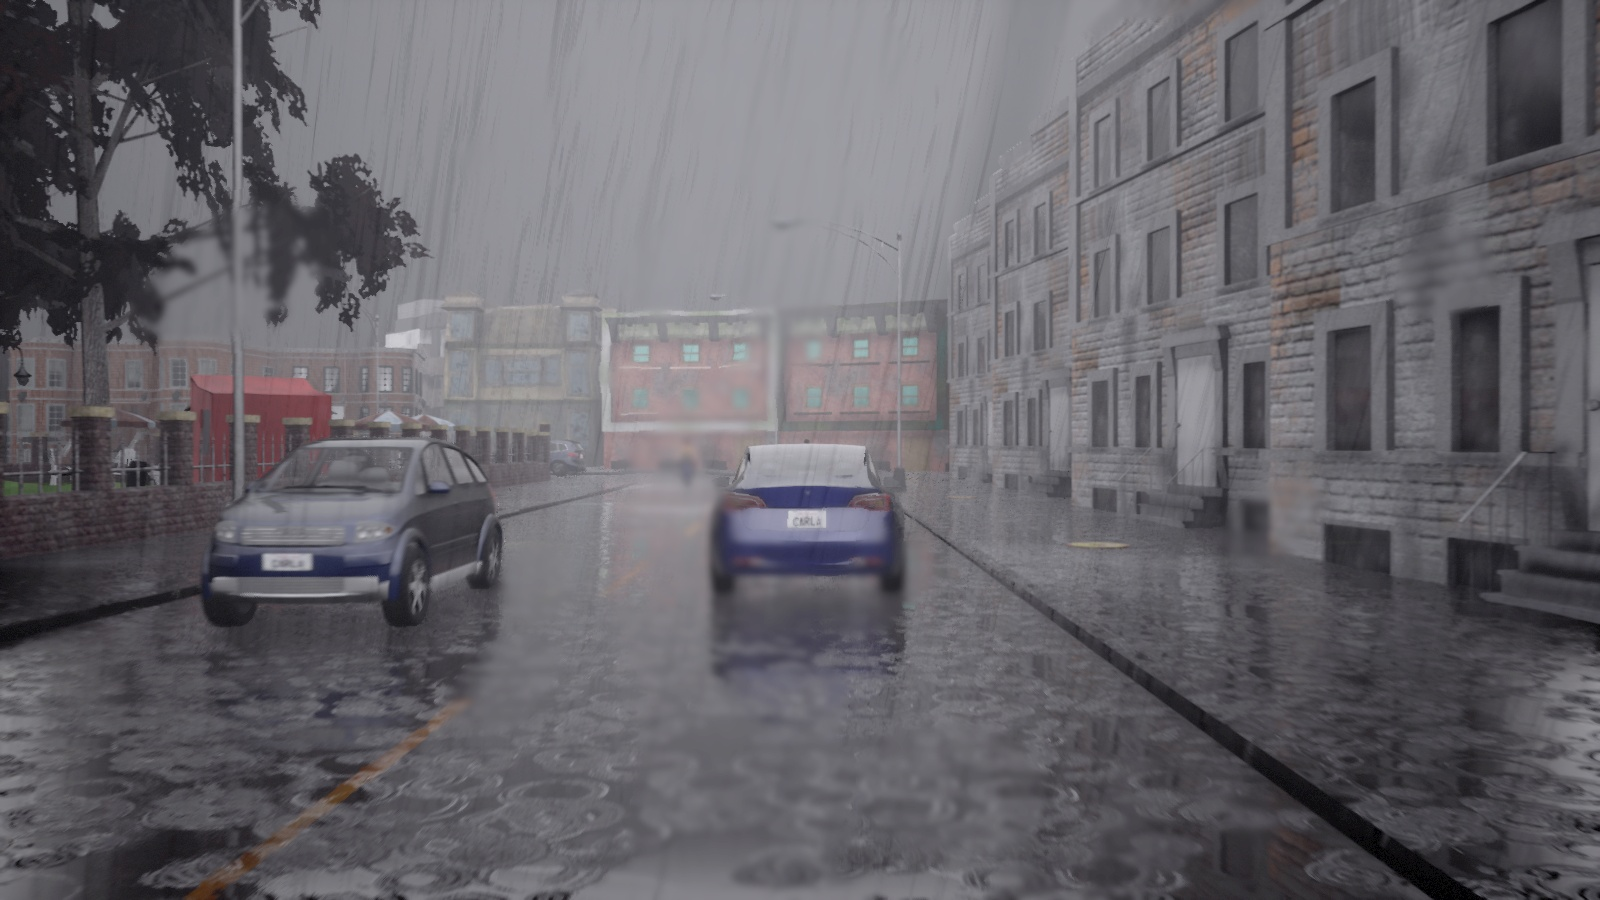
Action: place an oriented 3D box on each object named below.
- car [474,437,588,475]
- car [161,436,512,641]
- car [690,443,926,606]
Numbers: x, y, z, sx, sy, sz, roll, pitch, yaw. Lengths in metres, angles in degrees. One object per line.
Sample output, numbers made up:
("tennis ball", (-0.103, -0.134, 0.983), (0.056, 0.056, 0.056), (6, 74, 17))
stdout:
("car", (-12.122, 0.261, 56.777), (4.611, 1.667, 2.242), (0, 0, 4))
("car", (-3.930, 0.658, 11.352), (1.789, 1.549, 3.705), (0, 0, 0))
("car", (0.082, 0.668, 13.889), (2.163, 1.488, 4.792), (0, 0, 0))
